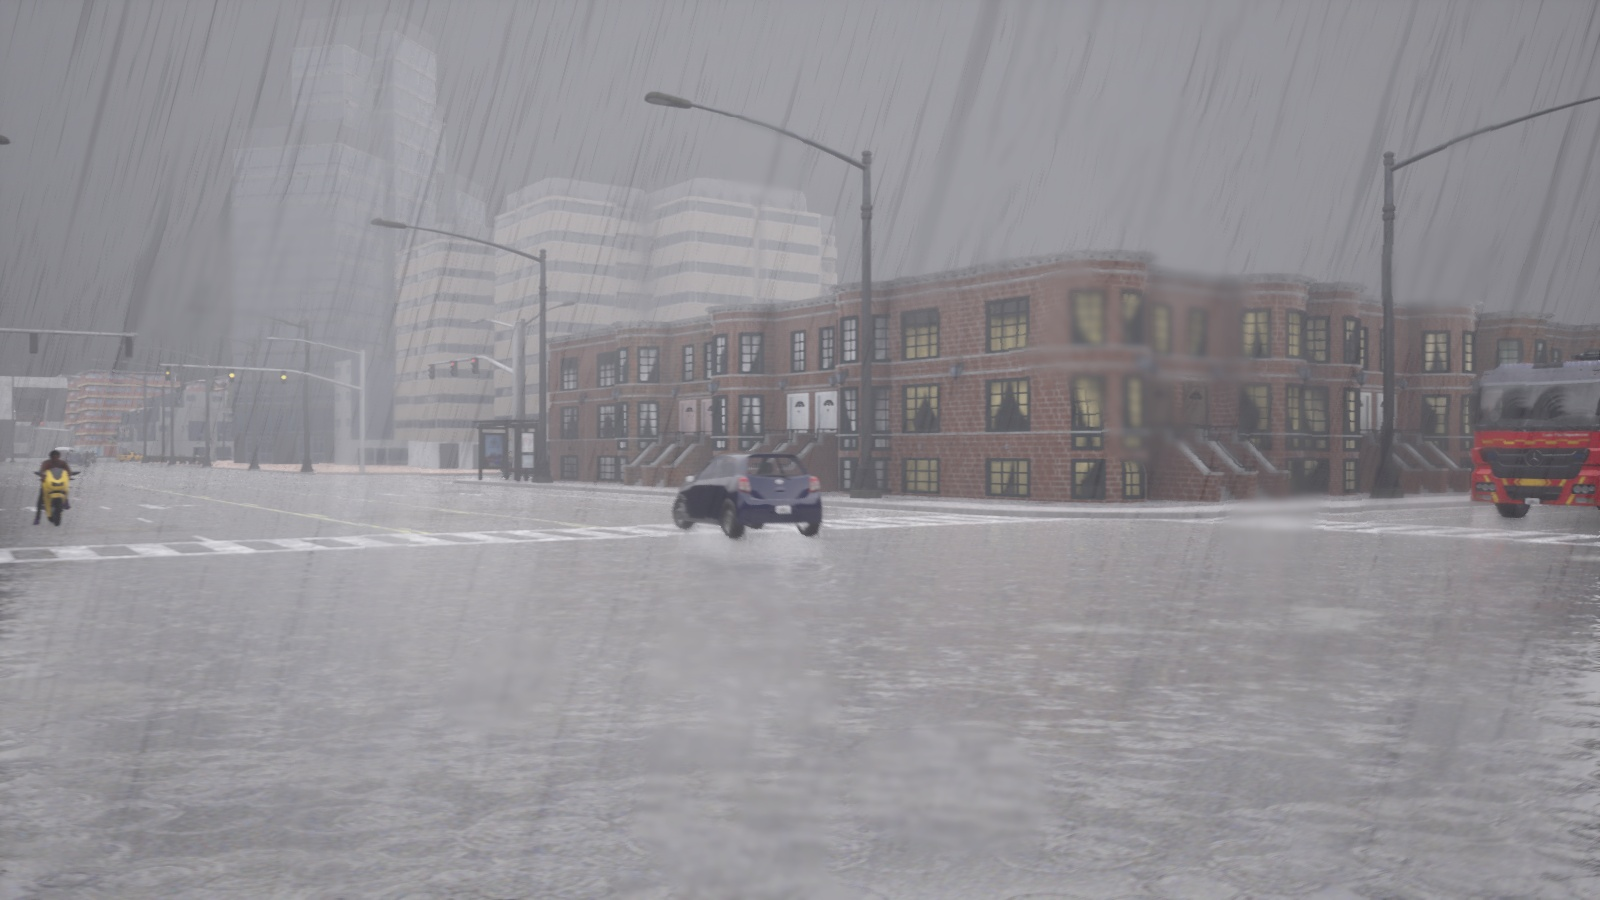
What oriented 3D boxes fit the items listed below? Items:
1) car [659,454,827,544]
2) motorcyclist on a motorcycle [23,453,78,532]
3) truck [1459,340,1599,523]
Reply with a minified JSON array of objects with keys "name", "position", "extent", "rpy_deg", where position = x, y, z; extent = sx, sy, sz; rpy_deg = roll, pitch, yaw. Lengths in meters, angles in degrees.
[{"name":"car","position":[-1.135,0.817,22.985],"extent":[1.845,1.501,3.633],"rpy_deg":[0,0,-25]},{"name":"motorcyclist on a motorcycle","position":[-15.143,0.821,25.352],"extent":[0.797,1.523,2.044],"rpy_deg":[0,0,-35]},{"name":"truck","position":[19.363,-0.387,29.927],"extent":[8.468,3.827,2.891],"rpy_deg":[0,0,-35]}]
